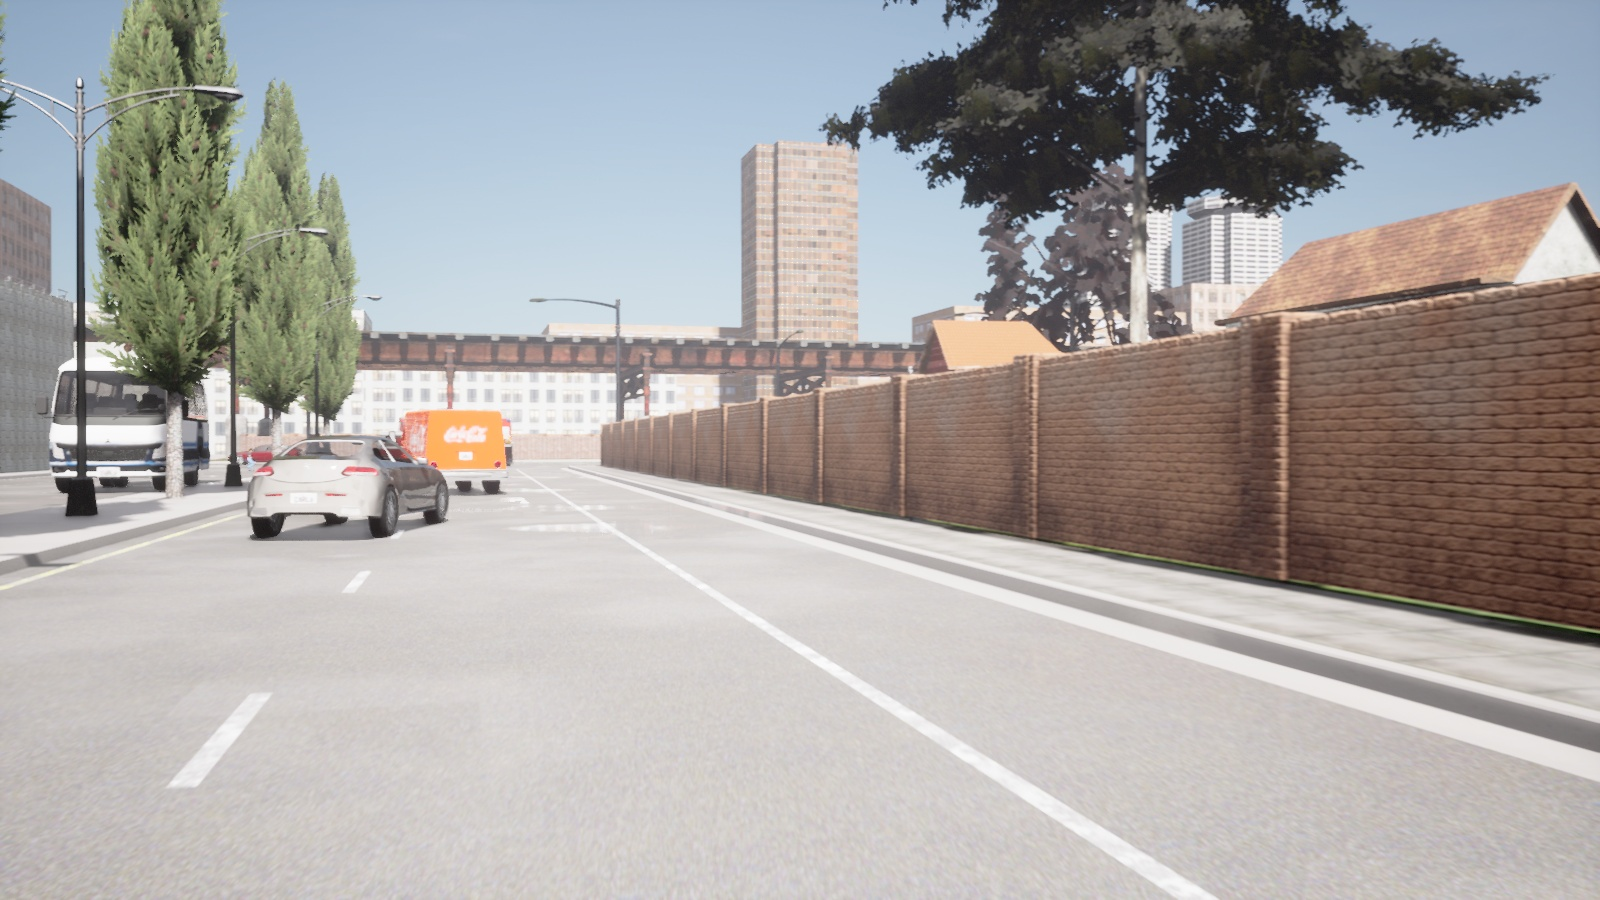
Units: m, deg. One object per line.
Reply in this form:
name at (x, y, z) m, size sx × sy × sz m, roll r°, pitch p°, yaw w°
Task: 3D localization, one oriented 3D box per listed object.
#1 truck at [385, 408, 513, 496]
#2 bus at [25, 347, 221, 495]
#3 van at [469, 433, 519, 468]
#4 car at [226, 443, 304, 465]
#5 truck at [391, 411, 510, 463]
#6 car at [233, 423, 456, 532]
truck at (-10.690, 0.046, 37.926) m, size 2.627 × 2.467 × 5.204 m, roll 0°, pitch 0°, yaw -29°
bus at (-21.897, -0.858, 41.417) m, size 3.944 × 4.253 × 10.273 m, roll 0°, pitch 0°, yaw -18°
van at (-19.085, 0.031, 78.495) m, size 2.069 × 2.038 × 4.480 m, roll -1°, pitch 0°, yaw 0°
car at (-37.407, 0.260, 87.915) m, size 4.792 × 1.488 × 2.163 m, roll 0°, pitch 0°, yaw -14°
truck at (-26.169, -0.943, 94.287) m, size 8.468 × 3.827 × 2.891 m, roll 0°, pitch 0°, yaw -14°
car at (-7.594, 0.405, 21.569) m, size 2.152 × 1.651 × 5.027 m, roll 0°, pitch 0°, yaw -2°
